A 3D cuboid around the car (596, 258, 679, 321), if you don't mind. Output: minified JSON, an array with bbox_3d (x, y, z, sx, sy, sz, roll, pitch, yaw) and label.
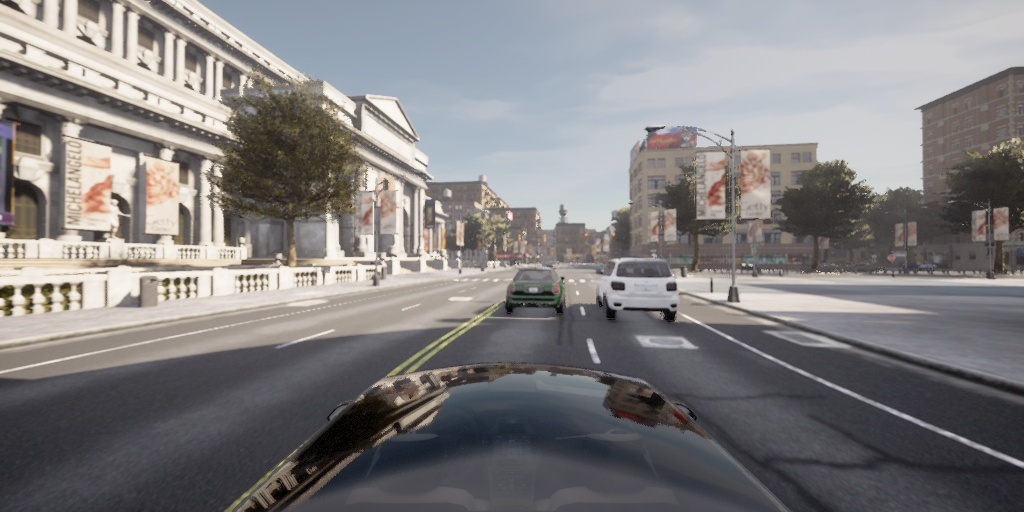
[{"bbox_3d":[4.409,1.088,13.296,2.150,2.045,5.566,0,0,9],"label":"car"}]

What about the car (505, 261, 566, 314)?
[{"bbox_3d":[1.087,1.227,14.653,2.097,1.767,4.553,0,-1,9],"label":"car"}]
